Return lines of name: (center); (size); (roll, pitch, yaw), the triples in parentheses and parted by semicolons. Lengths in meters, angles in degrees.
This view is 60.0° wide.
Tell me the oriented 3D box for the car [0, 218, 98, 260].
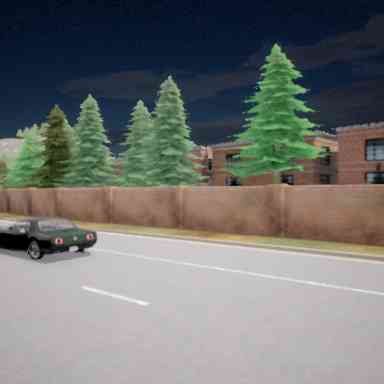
car: (-5.750, 1.604, 12.392); (4.718, 1.301, 1.895); (0, 0, 36)
